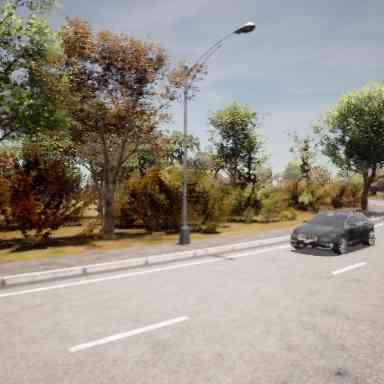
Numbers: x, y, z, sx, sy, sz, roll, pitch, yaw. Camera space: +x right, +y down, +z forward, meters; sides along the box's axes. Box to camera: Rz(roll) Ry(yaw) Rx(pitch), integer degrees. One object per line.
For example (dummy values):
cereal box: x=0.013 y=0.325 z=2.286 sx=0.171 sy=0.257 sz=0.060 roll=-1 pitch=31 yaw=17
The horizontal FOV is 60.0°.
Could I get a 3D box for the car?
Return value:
car: x=5.907 y=1.546 z=13.668 sx=4.892 sy=1.490 sz=1.837 roll=0 pitch=0 yaw=-43
